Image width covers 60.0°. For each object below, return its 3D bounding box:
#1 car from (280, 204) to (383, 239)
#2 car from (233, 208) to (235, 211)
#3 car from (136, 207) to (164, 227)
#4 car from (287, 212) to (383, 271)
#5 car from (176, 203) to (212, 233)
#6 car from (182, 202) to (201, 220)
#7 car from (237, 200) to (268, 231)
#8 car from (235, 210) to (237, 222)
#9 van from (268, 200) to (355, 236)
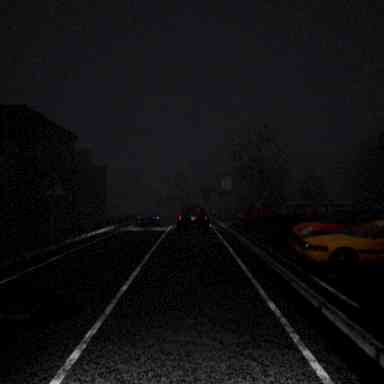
[{"bbox_3d":[6.306,1.504,13.647,4.553,1.767,2.185,0,-1,0],"label":"car"},{"bbox_3d":[6.163,1.888,28.823,4.553,1.767,2.185,0,-2,-1],"label":"car"},{"bbox_3d":[-3.396,2.029,27.703,1.882,1.535,5.008,0,-2,0],"label":"car"},{"bbox_3d":[6.111,1.578,10.726,5.366,1.575,1.946,0,-1,0],"label":"car"},{"bbox_3d":[0.060,1.728,22.482,2.097,1.767,4.553,0,-2,0],"label":"car"},{"bbox_3d":[0.002,2.355,40.965,2.150,2.045,5.566,0,-3,1],"label":"car"},{"bbox_3d":[6.230,1.587,22.876,5.566,2.045,2.435,0,-1,-1],"label":"car"},{"bbox_3d":[6.172,1.924,25.785,5.008,1.535,2.097,0,-2,-1],"label":"car"},{"bbox_3d":[6.369,1.466,16.686,4.442,1.987,1.878,0,-1,0],"label":"van"}]
